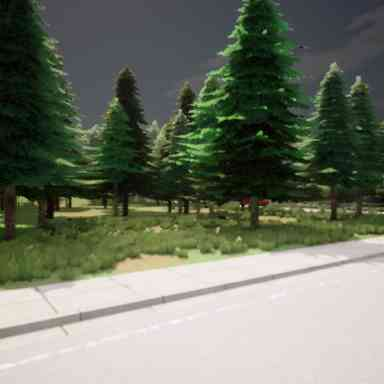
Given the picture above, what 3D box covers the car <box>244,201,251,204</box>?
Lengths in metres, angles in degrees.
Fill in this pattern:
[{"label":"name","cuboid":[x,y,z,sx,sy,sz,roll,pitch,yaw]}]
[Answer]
[{"label":"car","cuboid":[10.692,1.579,57.110,2.150,2.045,5.566,1,0,-34]}]
